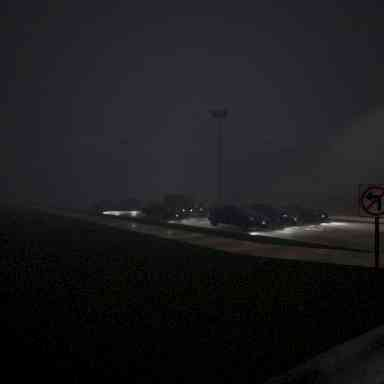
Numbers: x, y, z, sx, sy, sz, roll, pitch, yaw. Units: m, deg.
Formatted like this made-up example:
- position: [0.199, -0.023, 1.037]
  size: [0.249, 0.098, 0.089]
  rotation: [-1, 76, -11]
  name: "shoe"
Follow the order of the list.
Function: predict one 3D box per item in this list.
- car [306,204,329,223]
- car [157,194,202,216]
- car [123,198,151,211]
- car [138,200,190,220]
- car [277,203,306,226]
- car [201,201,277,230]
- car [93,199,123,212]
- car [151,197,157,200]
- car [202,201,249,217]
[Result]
- position: [8.344, 1.564, 25.715]
  size: [1.994, 1.385, 4.181]
  rotation: [0, 0, -36]
  name: "car"
- position: [-0.802, 1.222, 32.315]
  size: [2.150, 2.045, 5.566]
  rotation: [0, 0, -36]
  name: "car"
- position: [-7.472, 1.505, 41.517]
  size: [1.837, 1.490, 4.892]
  rotation: [0, 0, -36]
  name: "car"
- position: [-2.515, 1.601, 28.722]
  size: [1.895, 1.301, 4.718]
  rotation: [0, 0, -36]
  name: "car"
- position: [5.438, 1.526, 23.795]
  size: [1.812, 1.442, 4.674]
  rotation: [0, 0, -37]
  name: "car"
- position: [2.872, 1.526, 21.377]
  size: [1.812, 1.442, 4.674]
  rotation: [0, 0, -35]
  name: "car"
- position: [-10.170, 1.564, 39.282]
  size: [1.994, 1.385, 4.181]
  rotation: [0, 0, -35]
  name: "car"
- position: [-4.634, 1.478, 43.562]
  size: [1.882, 1.535, 5.008]
  rotation: [0, 0, -36]
  name: "car"
- position: [3.196, 1.601, 32.772]
  size: [1.895, 1.301, 4.718]
  rotation: [0, 0, -36]
  name: "car"
